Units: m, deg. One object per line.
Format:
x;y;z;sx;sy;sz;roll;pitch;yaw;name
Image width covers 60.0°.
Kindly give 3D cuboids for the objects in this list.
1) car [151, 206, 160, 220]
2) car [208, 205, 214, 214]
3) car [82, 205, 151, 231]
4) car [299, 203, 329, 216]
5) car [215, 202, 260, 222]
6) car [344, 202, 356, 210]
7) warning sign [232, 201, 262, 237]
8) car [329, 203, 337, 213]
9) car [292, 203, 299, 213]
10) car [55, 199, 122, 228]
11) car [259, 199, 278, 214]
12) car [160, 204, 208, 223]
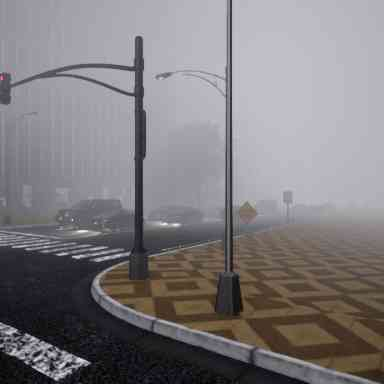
-2.451;2.001;33.520;1.837;1.490;4.892;0;-1;33;car
3.022;2.279;42.043;1.895;1.301;4.718;0;-1;32;car
-5.177;1.883;23.254;1.994;1.385;4.181;0;-1;32;car
16.469;2.406;44.693;2.033;1.411;5.357;0;-1;33;car
4.495;2.025;31.935;1.882;1.535;5.008;0;-1;33;car
31.409;2.770;65.976;1.801;1.575;5.366;0;-1;33;car
3.069;1.454;18.572;1.300;1.860;1.060;1;1;33;warning sign
21.757;2.537;53.031;1.837;1.490;4.892;0;-1;33;car
16.612;2.473;50.883;1.812;1.442;4.674;0;-1;33;car
-7.627;1.547;25.450;2.150;2.045;5.566;0;-1;33;car
10.650;2.064;47.846;2.150;2.045;5.566;0;-1;33;car
-0.648;2.033;30.321;1.994;1.385;4.181;0;-1;32;car
